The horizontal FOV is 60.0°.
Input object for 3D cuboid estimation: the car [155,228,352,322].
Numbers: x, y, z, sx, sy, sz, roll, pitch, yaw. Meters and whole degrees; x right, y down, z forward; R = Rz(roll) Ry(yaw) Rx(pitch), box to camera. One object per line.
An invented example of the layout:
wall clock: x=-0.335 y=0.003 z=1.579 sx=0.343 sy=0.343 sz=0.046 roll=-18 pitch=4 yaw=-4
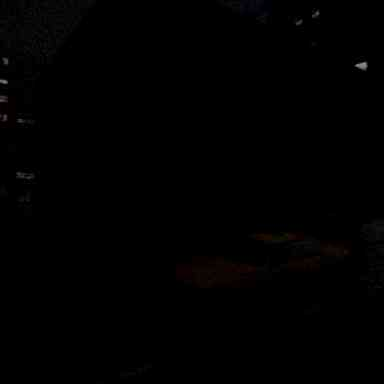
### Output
car: x=1.567 y=1.500 z=7.190 sx=4.829 sy=1.417 sz=1.752 roll=0 pitch=2 yaw=-35
